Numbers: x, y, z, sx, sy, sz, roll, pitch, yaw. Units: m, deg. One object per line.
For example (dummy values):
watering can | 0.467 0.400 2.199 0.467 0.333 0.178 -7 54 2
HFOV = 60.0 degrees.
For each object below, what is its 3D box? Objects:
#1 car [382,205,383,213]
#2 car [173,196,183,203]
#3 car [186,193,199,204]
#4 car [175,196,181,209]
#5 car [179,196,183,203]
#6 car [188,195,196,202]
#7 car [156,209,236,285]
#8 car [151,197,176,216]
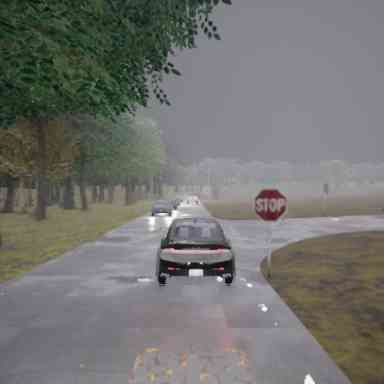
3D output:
car | 14.209 0.696 20.171 4.892 1.490 1.837 -3 1 1
car | -2.754 1.507 67.774 1.812 1.442 4.674 0 0 0
car | 0.095 1.201 64.695 2.150 2.045 5.566 0 0 0
car | -2.840 1.577 42.596 1.895 1.301 4.718 0 0 0
car | -2.836 1.528 53.193 2.033 1.411 5.357 0 0 0
car | -0.004 1.453 75.043 1.882 1.535 5.008 0 0 0
car | 0.089 1.468 9.443 2.128 1.511 4.902 0 1 0
car | -2.849 1.480 32.516 1.837 1.490 4.892 0 0 0
